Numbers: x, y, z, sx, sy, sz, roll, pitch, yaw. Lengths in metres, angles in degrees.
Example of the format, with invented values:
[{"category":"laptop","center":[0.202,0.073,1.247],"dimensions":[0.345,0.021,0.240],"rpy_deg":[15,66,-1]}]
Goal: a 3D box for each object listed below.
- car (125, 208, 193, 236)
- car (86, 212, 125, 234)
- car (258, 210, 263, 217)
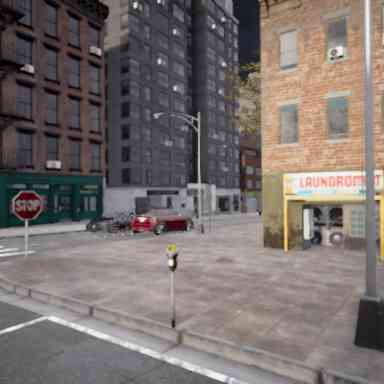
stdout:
[{"category":"car","center":[-1.823,1.809,21.897],"dimensions":[2.097,1.767,4.553],"rpy_deg":[-1,-2,34]},{"category":"car","center":[-5.009,2.022,22.446],"dimensions":[1.994,1.385,4.181],"rpy_deg":[-1,-2,34]},{"category":"car","center":[10.741,2.764,45.627],"dimensions":[1.895,1.301,4.718],"rpy_deg":[-1,-2,35]}]
